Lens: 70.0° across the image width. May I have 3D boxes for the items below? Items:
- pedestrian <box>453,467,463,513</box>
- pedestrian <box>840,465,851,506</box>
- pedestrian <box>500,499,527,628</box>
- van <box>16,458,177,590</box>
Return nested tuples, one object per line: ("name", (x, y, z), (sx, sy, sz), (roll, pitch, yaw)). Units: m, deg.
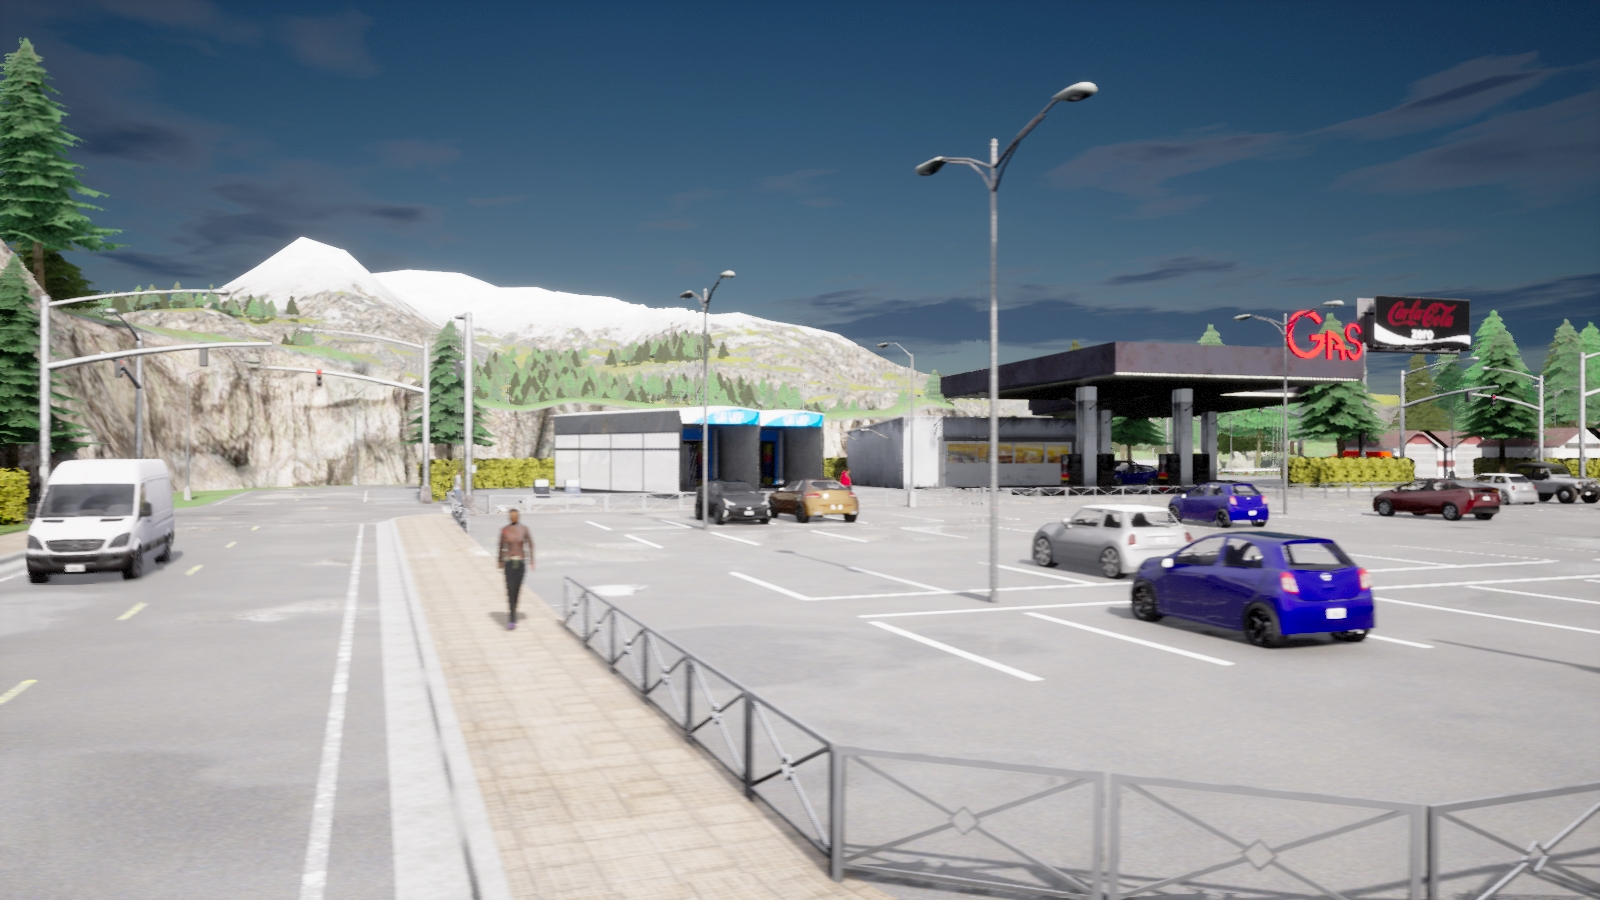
("pedestrian", (-13.872, 1.628, 46.345), (0.375, 1.860, 0.375), (0, 0, -23))
("pedestrian", (2.063, 1.622, 52.167), (0.375, 1.860, 0.375), (0, 0, -20))
("pedestrian", (-4.240, 1.667, 16.928), (0.375, 1.860, 0.375), (0, 0, -13))
("van", (-15.652, 1.494, 25.787), (1.988, 2.561, 5.915), (0, 0, -21))
